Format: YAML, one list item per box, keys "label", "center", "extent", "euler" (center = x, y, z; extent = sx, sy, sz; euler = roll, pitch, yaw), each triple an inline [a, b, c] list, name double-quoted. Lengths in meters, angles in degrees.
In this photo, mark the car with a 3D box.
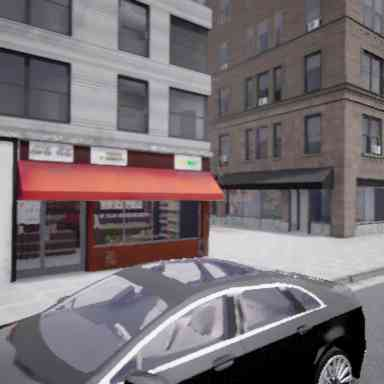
- label: "car"
  center: [-0.236, 1.508, 3.210]
  extent: [4.902, 1.511, 2.128]
  euler: [1, 0, -36]
